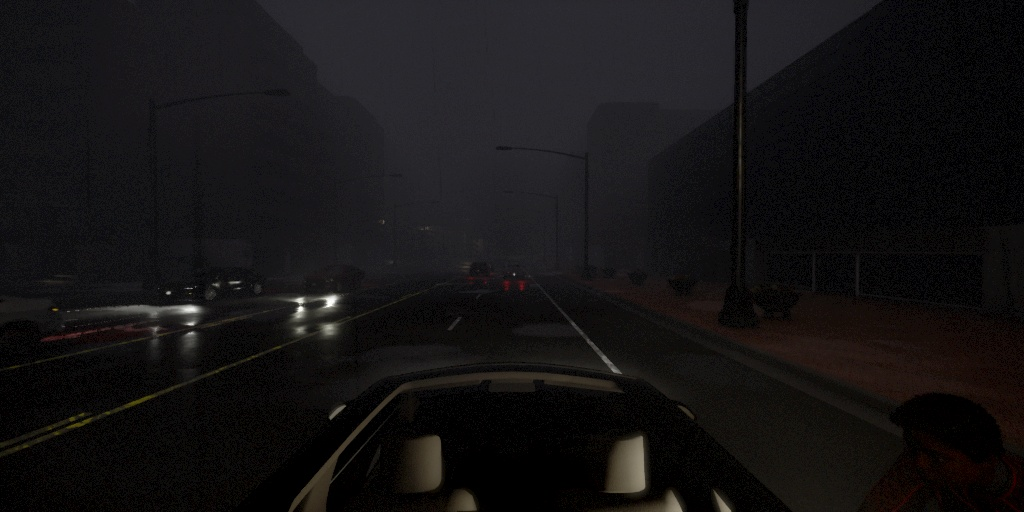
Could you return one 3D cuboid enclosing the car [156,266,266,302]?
[{"bbox_3d":[-14.015,1.250,17.076,1.837,1.490,4.892,0,0,1],"label":"car"}]

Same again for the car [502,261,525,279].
[{"bbox_3d":[0.185,1.345,33.042,1.812,1.442,4.674,0,0,0],"label":"car"}]

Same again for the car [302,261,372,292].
[{"bbox_3d":[-10.500,1.243,21.520,1.882,1.535,5.008,0,0,0],"label":"car"}]

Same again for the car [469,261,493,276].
[{"bbox_3d":[-3.316,1.300,37.736,1.882,1.535,5.008,0,0,0],"label":"car"}]

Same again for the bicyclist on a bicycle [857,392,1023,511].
[{"bbox_3d":[1.427,1.257,1.088,1.656,1.620,0.582,3,0,-1],"label":"bicyclist on a bicycle"}]

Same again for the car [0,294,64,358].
[{"bbox_3d":[-10.528,1.253,5.726,1.812,1.442,4.674,0,0,0],"label":"car"}]

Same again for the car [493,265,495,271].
[{"bbox_3d":[-3.311,1.433,47.672,1.895,1.301,4.718,0,0,0],"label":"car"}]
